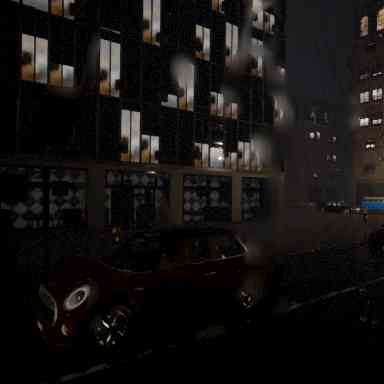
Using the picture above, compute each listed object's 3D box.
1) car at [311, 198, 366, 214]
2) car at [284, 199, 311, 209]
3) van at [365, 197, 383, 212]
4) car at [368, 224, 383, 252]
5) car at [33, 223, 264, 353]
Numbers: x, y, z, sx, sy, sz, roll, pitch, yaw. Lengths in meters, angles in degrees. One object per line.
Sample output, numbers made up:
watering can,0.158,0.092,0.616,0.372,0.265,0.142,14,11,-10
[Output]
car,15.282,1.620,34.841,2.008,1.369,4.403,0,-1,-35
car,15.739,1.787,48.873,1.752,1.417,4.829,0,-1,-35
van,22.168,1.525,39.619,1.690,1.788,3.998,0,-1,-35
car,8.440,1.567,12.566,4.313,1.339,1.947,0,1,-35
car,-0.636,1.441,6.091,4.097,1.590,1.967,0,1,-35
